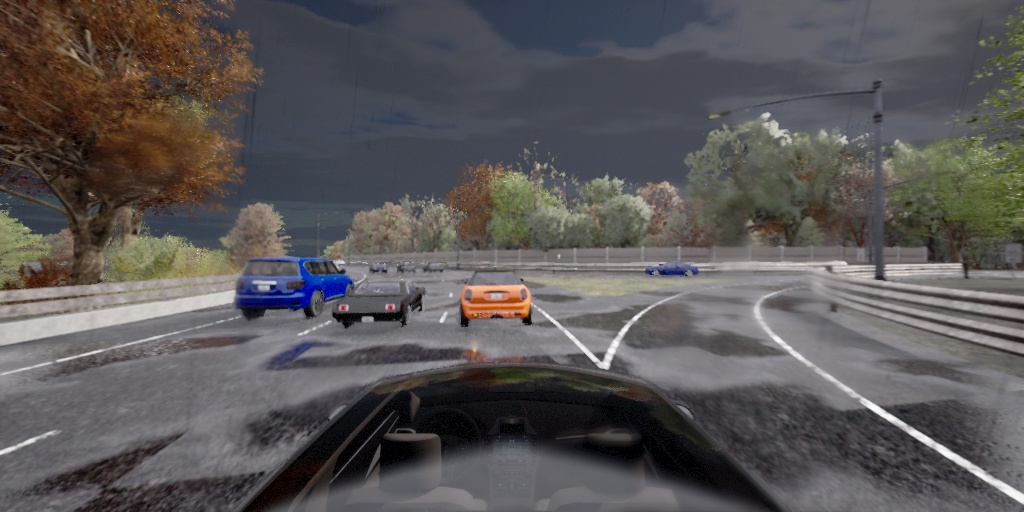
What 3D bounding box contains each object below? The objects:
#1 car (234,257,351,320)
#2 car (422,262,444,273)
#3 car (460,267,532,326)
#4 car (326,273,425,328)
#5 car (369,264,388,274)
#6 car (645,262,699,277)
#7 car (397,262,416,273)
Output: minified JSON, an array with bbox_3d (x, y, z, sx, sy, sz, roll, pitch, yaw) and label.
[{"bbox_3d":[-7.741,1.064,13.398,2.150,2.045,5.566,0,0,-7],"label":"car"},{"bbox_3d":[-10.965,1.589,49.634,2.033,1.411,5.357,0,0,-28],"label":"car"},{"bbox_3d":[-0.626,1.158,12.187,2.097,1.767,4.553,0,0,-5],"label":"car"},{"bbox_3d":[-4.056,1.420,11.799,1.895,1.301,4.718,0,0,-5],"label":"car"},{"bbox_3d":[-17.688,1.660,47.406,1.895,1.301,4.718,0,0,-28],"label":"car"},{"bbox_3d":[16.060,1.333,36.157,5.008,1.535,1.882,0,0,11],"label":"car"},{"bbox_3d":[-14.377,1.543,48.617,2.128,1.511,4.902,0,0,-28],"label":"car"}]
